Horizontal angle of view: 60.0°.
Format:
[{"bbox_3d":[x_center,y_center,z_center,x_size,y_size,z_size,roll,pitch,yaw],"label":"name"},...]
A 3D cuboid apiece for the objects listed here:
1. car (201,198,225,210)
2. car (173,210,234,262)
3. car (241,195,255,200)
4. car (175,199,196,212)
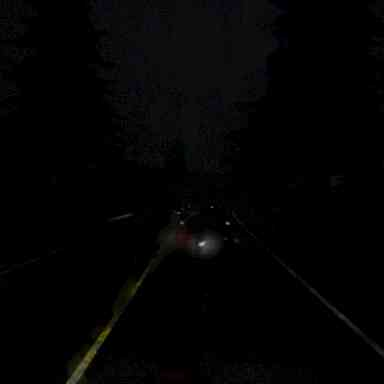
[{"bbox_3d":[2.029,1.354,31.201,2.097,1.767,4.553,0,0,6],"label":"car"},{"bbox_3d":[0.455,1.565,12.140,1.994,1.385,4.181,0,0,3],"label":"car"},{"bbox_3d":[13.327,1.331,78.088,1.882,1.535,5.008,0,0,41],"label":"car"},{"bbox_3d":[-0.643,1.548,39.425,2.033,1.411,5.357,0,0,8],"label":"car"}]
